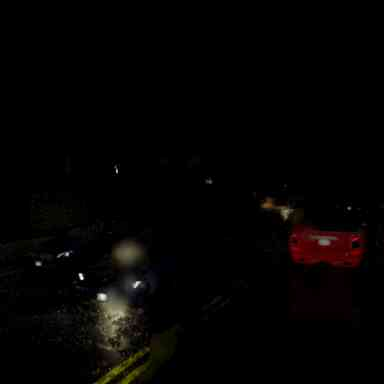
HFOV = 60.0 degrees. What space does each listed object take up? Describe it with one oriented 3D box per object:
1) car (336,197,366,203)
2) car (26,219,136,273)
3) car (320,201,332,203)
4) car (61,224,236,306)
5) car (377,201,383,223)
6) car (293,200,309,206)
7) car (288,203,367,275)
[{"bbox_3d":[13.755,1.410,28.871,2.150,2.045,5.566,-1,-1,27],"label":"car"},{"bbox_3d":[-3.014,1.638,10.888,1.812,1.442,4.674,-1,-1,27],"label":"car"},{"bbox_3d":[17.930,1.849,44.536,2.033,1.411,5.357,-1,-1,27],"label":"car"},{"bbox_3d":[-0.489,1.628,8.690,2.033,1.411,5.357,-1,-1,27],"label":"car"},{"bbox_3d":[16.454,1.723,27.022,1.994,1.385,4.181,-1,-1,28],"label":"car"},{"bbox_3d":[15.637,1.883,47.184,2.033,1.411,5.357,-1,-1,27],"label":"car"},{"bbox_3d":[4.640,1.430,11.122,2.097,1.767,4.553,-1,-1,27],"label":"car"}]
